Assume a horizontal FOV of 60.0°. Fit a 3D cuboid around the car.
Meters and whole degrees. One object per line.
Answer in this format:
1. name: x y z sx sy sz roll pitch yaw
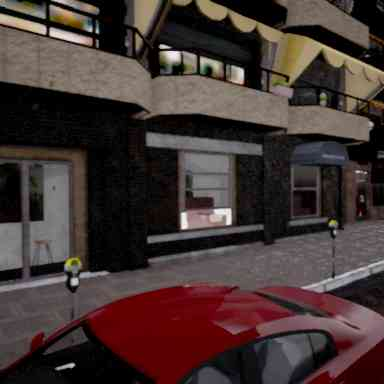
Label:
1. car: -0.231 1.504 2.366 4.507 1.381 1.887 -2 2 -37
